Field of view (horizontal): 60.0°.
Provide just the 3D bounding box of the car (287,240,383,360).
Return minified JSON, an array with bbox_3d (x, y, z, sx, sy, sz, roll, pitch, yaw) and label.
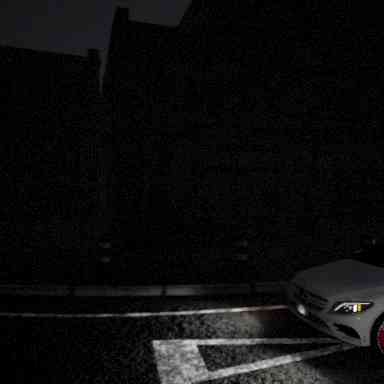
[{"bbox_3d":[3.911,1.488,5.567,4.674,1.442,1.812,0,0,-14],"label":"car"}]
